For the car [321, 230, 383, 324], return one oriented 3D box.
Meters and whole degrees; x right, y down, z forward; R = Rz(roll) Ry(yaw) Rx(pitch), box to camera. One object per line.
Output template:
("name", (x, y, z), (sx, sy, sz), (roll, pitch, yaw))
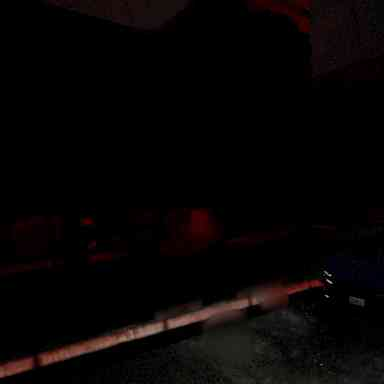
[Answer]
("car", (4.623, 1.427, 6.680), (5.008, 1.535, 1.882), (0, 0, -36))
